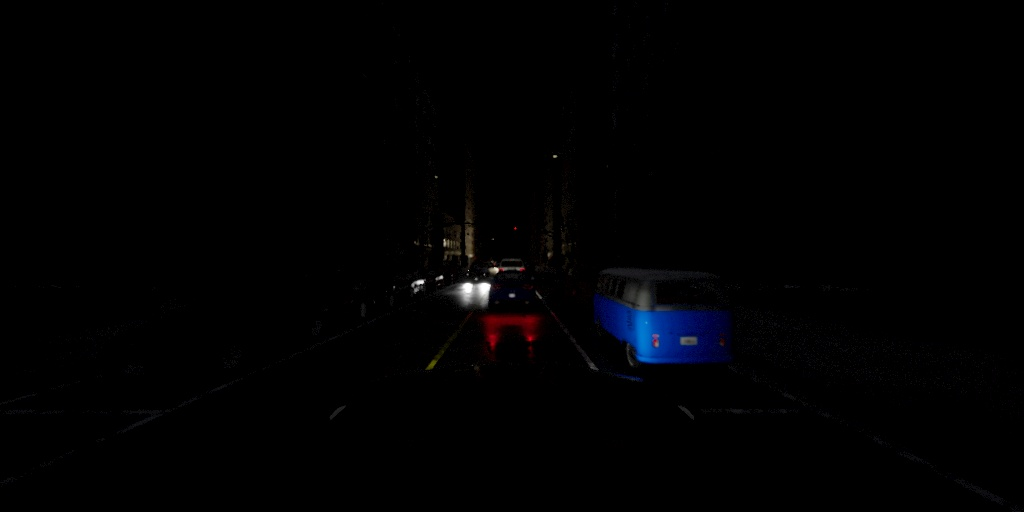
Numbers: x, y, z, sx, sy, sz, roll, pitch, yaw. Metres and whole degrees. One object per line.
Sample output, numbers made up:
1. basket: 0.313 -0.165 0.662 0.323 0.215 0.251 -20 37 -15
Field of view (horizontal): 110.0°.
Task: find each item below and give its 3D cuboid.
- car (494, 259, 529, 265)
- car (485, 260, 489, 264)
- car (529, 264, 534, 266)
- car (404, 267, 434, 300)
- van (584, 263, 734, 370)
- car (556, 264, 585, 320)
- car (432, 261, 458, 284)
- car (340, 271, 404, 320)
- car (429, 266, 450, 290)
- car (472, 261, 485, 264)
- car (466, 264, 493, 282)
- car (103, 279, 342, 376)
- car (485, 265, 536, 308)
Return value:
1. car: -0.015 1.242 28.645 2.150 2.045 5.566 0 -1 0
2. car: -5.712 1.705 62.478 2.192 1.841 5.009 0 0 0
3. car: 2.818 1.909 56.948 1.802 1.307 4.207 0 0 0
4. car: -5.681 1.469 18.751 2.007 1.370 4.403 0 0 0
5. van: 2.852 1.148 7.613 1.690 1.789 3.998 0 0 0
6. car: 2.848 1.177 13.197 2.192 1.841 5.009 0 0 0
7. car: -5.689 1.348 29.916 2.192 1.841 5.009 0 0 0
8. car: -5.677 1.408 13.169 1.888 1.381 4.507 0 0 0
9. car: -5.685 1.558 24.334 1.802 1.307 4.207 0 0 0
10. car: -5.708 1.909 56.914 1.802 1.307 4.207 0 0 0
11. car: -3.038 1.664 32.650 1.895 1.301 4.718 0 -1 0
12. car: -5.673 1.373 7.586 1.948 1.339 4.313 0 0 0
13. car: 0.020 1.369 16.090 1.882 1.535 5.008 0 0 0
